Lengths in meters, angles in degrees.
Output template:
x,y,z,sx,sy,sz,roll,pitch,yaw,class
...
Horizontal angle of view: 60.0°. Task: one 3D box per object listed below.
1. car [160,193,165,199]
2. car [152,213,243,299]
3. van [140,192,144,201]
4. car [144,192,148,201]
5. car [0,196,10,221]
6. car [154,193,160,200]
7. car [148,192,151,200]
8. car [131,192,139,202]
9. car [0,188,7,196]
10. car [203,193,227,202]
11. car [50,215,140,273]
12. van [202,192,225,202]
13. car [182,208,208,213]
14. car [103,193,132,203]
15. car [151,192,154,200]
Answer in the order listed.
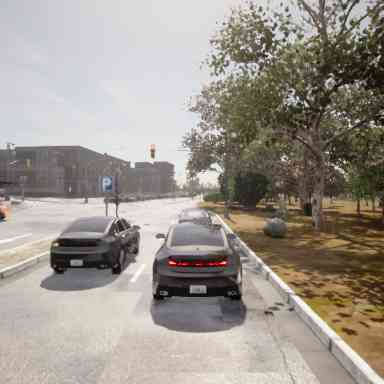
x,y,z,sx,sy,sz,roll,pitch,yaw,class
-10.984,1.062,90.258,5.566,2.045,2.435,-1,0,-12,car
0.111,1.514,8.434,1.837,1.490,4.892,0,0,0,car
-13.226,1.091,72.302,4.442,1.987,1.878,-1,0,-14,van
-12.997,1.320,75.274,4.892,1.521,2.231,-1,0,-14,car
-16.622,1.403,25.513,4.553,1.767,2.185,-1,0,-19,car
-11.435,1.355,87.252,4.674,1.452,2.002,-1,0,-12,car
-12.624,1.357,78.269,4.674,1.452,2.002,-1,0,-13,car
-13.786,1.314,66.311,5.366,1.575,1.946,-1,0,-15,car
-31.154,0.136,54.190,2.002,1.452,4.674,6,-3,-19,car
4.681,1.140,68.879,4.553,1.767,2.185,1,0,-14,car
-2.883,1.518,10.733,1.837,1.490,4.892,0,0,0,car
4.297,1.041,65.909,4.442,1.987,1.878,1,0,-14,van
0.160,1.571,18.136,2.033,1.411,5.357,0,0,1,car
-14.431,1.357,63.319,4.792,1.488,2.163,-1,0,-15,car
-12.252,1.357,81.270,4.674,1.452,2.002,-1,0,-13,car
